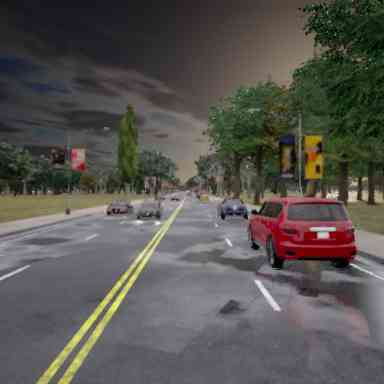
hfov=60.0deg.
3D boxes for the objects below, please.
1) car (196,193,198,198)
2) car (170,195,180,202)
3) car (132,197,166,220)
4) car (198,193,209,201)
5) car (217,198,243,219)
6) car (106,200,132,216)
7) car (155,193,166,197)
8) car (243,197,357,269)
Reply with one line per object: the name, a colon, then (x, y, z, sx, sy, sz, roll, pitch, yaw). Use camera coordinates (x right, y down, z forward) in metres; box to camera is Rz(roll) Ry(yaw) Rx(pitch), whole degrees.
car: (2.841, 1.193, 88.730, 2.033, 1.649, 4.856, 0, 0, -1)
car: (-3.503, 1.273, 69.522, 1.882, 1.535, 5.008, 0, 0, 0)
car: (-3.391, 1.413, 27.464, 1.837, 1.490, 4.892, 0, 0, 0)
car: (2.934, 1.261, 77.725, 1.882, 1.535, 5.008, 0, 0, 0)
car: (3.306, 1.259, 27.847, 2.097, 1.767, 4.553, 0, 0, 0)
car: (-6.648, 1.460, 31.099, 1.994, 1.385, 4.181, 0, 0, 0)
car: (-6.774, 1.010, 72.364, 2.097, 1.767, 4.553, 0, 0, 0)
car: (3.343, 1.184, 11.167, 2.150, 2.045, 5.566, 0, 0, 0)
